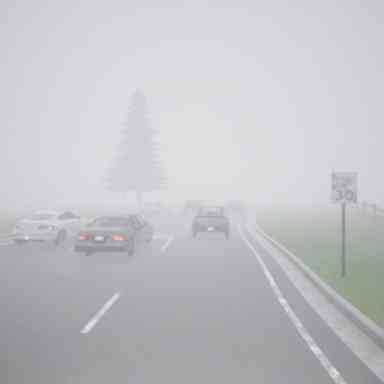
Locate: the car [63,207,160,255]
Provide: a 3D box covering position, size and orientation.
[{"bbox_3d":[-2.812,1.532,13.161,2.033,1.411,5.357,0,0,4],"label":"car"}]

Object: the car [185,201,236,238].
[{"bbox_3d":[1.067,1.470,17.685,2.128,1.511,4.902,0,0,5],"label":"car"}]

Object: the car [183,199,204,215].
[{"bbox_3d":[0.518,1.465,33.427,1.837,1.490,4.892,0,0,16],"label":"car"}]

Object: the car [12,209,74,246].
[{"bbox_3d":[-6.181,1.508,15.066,1.812,1.442,4.674,0,0,4],"label":"car"}]

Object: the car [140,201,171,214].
[{"bbox_3d":[-3.564,1.563,31.963,1.895,1.301,4.718,0,0,14],"label":"car"}]

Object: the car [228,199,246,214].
[{"bbox_3d":[4.390,1.484,34.221,1.812,1.442,4.674,0,0,17],"label":"car"}]
